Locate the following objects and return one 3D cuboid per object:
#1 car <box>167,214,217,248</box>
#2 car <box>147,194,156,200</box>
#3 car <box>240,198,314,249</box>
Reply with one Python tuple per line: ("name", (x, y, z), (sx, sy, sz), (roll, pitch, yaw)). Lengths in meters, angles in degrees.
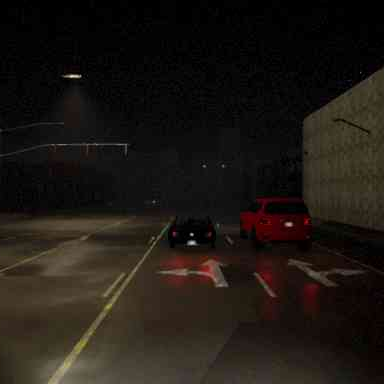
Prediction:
("car", (0.000, 1.615, 14.680), (1.895, 1.301, 4.718), (0, 0, 0))
("car", (-10.500, 1.381, 86.151), (1.837, 1.490, 4.892), (0, 0, 0))
("car", (3.500, 1.257, 14.680), (2.150, 2.045, 5.566), (0, 0, 0))
